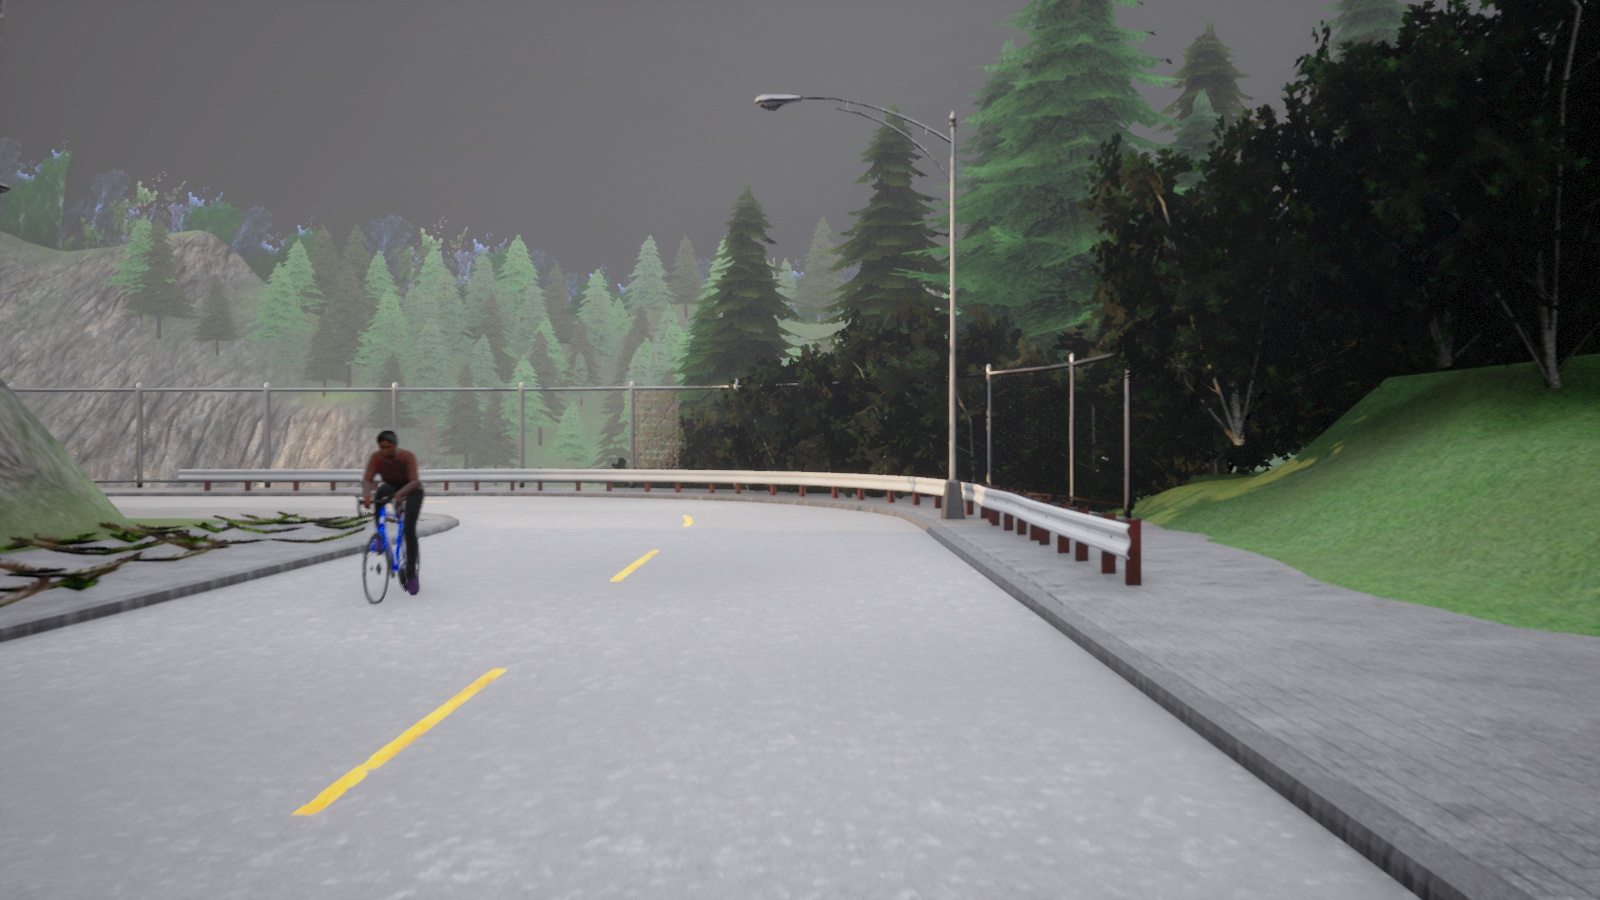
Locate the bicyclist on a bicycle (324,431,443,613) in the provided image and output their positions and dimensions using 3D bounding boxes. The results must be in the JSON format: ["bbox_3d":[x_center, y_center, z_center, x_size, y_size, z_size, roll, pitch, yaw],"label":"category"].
[{"bbox_3d":[-3.930,0.632,11.967,0.582,1.620,1.656,0,1,0],"label":"bicyclist on a bicycle"}]
